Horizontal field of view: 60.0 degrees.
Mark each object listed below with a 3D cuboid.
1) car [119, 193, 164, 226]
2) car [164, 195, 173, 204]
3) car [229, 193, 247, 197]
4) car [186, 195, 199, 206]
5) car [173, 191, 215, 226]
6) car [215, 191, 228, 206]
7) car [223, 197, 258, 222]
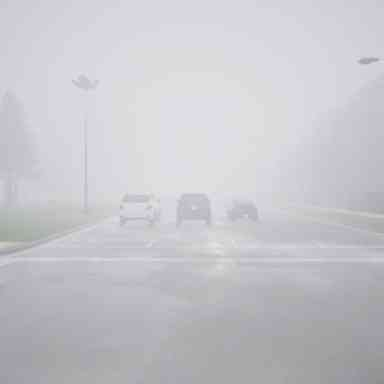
[{"bbox_3d":[-3.388,1.070,22.392,2.150,2.045,5.566,0,0,0],"label":"car"},{"bbox_3d":[-3.467,1.193,49.220,1.812,1.442,4.674,0,1,0],"label":"car"},{"bbox_3d":[7.026,1.024,48.418,2.097,1.767,4.553,0,0,0],"label":"car"},{"bbox_3d":[0.031,1.177,48.712,1.837,1.490,4.892,0,1,0],"label":"car"},{"bbox_3d":[0.112,1.070,22.369,2.150,2.045,5.566,0,0,0],"label":"car"},{"bbox_3d":[3.532,0.894,48.803,2.150,2.045,5.566,0,1,0],"label":"car"},{"bbox_3d":[3.613,1.339,24.501,1.837,1.490,4.892,0,0,0],"label":"car"}]
